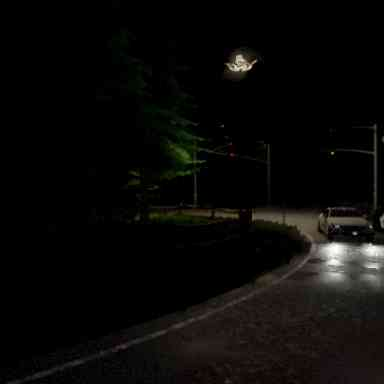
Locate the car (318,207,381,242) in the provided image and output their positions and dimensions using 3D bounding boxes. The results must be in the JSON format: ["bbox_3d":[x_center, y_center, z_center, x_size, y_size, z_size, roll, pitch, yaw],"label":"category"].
[{"bbox_3d":[7.363,1.461,16.289,1.812,1.442,4.674,0,0,12],"label":"car"}]

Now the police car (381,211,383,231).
[{"bbox_3d":[10.659,1.428,16.558,2.038,1.542,4.974,0,0,11],"label":"police car"}]
